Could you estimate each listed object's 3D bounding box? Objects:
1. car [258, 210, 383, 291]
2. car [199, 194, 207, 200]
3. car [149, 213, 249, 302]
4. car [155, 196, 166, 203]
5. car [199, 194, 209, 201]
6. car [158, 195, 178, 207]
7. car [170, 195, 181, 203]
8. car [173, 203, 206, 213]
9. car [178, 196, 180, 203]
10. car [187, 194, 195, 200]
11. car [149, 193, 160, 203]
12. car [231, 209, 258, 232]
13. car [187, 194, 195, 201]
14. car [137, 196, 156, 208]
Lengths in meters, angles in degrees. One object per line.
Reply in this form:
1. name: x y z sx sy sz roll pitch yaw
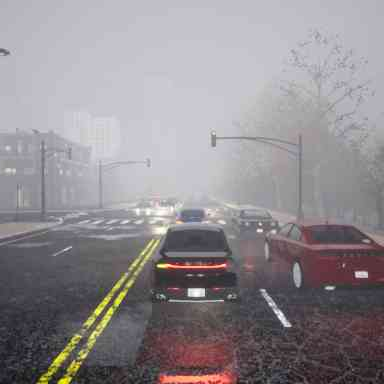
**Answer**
1. car: 3.320 1.476 9.017 1.882 1.535 5.008 0 0 0
2. car: 2.946 1.325 89.942 2.128 1.511 4.902 0 0 0
3. car: 0.074 1.503 8.210 1.837 1.490 4.892 0 0 0
4. car: -6.743 1.572 72.190 1.895 1.301 4.718 0 0 0
5. car: 2.980 1.320 79.909 2.097 1.767 4.553 0 0 0
6. car: -3.509 1.550 50.044 1.994 1.385 4.181 0 0 0
7. car: -3.488 1.502 70.609 2.128 1.511 4.902 0 0 0
8. car: 0.019 1.522 17.293 1.812 1.442 4.674 0 0 0
9. car: -3.525 1.546 59.562 1.994 1.385 4.181 0 0 0
10. car: -0.304 1.352 89.931 1.994 1.385 4.181 0 0 0
11. car: -6.772 1.206 60.234 2.150 2.045 5.566 0 0 0
12. car: 3.290 1.597 18.383 1.895 1.301 4.718 0 0 0
13. car: -0.270 1.489 79.928 1.812 1.442 4.674 0 0 0
14. car: -6.768 1.588 48.389 1.895 1.301 4.718 0 0 0
